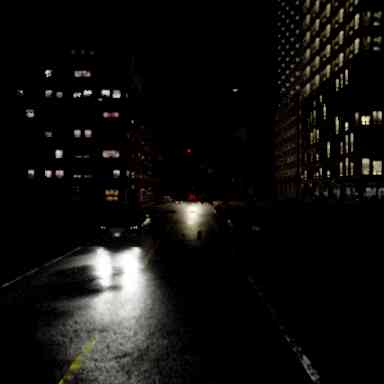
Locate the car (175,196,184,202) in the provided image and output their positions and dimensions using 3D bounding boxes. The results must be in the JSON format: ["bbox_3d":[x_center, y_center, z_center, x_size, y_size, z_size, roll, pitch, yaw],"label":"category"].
[{"bbox_3d":[-2.997,1.609,81.919,2.033,1.411,5.357,0,0,0],"label":"car"}]

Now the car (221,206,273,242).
[{"bbox_3d":[2.686,1.566,16.076,1.947,1.339,4.313,0,0,0],"label":"car"}]

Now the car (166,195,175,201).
[{"bbox_3d":[-5.692,1.520,87.388,1.967,1.590,4.097,0,0,0],"label":"car"}]

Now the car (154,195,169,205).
[{"bbox_3d":[-5.692,1.582,59.754,2.008,1.369,4.403,0,0,0],"label":"car"}]

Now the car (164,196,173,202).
[{"bbox_3d":[-5.692,1.613,81.860,1.887,1.381,4.507,0,0,0],"label":"car"}]

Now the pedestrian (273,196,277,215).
[{"bbox_3d":[8.136,1.270,32.621,0.375,1.860,0.375,0,0,0],"label":"pedestrian"}]

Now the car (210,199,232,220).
[{"bbox_3d":[2.687,1.529,27.512,1.752,1.417,4.829,0,0,0],"label":"car"}]

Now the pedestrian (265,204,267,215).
[{"bbox_3d":[7.136,1.670,32.023,0.500,1.100,0.500,0,0,0],"label":"pedestrian"}]

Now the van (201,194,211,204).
[{"bbox_3d":[2.687,1.380,65.280,1.690,1.788,3.998,0,0,0],"label":"van"}]

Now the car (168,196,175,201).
[{"bbox_3d":[-5.692,1.674,92.914,1.802,1.307,4.206,0,0,0],"label":"car"}]

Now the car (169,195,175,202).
[{"bbox_3d":[-5.692,1.608,76.334,2.008,1.369,4.403,0,0,0],"label":"car"}]

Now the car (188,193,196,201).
[{"bbox_3d":[0.002,1.307,88.144,2.150,2.045,5.566,0,0,0],"label":"car"}]

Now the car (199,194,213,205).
[{"bbox_3d":[2.687,1.346,59.755,2.192,1.841,5.009,0,0,0],"label":"car"}]

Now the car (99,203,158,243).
[{"bbox_3d":[-3.091,1.491,16.143,2.128,1.511,4.902,0,0,0],"label":"car"}]

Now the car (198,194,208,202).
[{"bbox_3d":[2.687,1.384,81.860,2.192,1.841,5.009,0,0,0],"label":"car"}]

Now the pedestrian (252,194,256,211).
[{"bbox_3d":[6.135,1.149,33.221,0.375,1.860,0.375,0,0,0],"label":"pedestrian"}]
